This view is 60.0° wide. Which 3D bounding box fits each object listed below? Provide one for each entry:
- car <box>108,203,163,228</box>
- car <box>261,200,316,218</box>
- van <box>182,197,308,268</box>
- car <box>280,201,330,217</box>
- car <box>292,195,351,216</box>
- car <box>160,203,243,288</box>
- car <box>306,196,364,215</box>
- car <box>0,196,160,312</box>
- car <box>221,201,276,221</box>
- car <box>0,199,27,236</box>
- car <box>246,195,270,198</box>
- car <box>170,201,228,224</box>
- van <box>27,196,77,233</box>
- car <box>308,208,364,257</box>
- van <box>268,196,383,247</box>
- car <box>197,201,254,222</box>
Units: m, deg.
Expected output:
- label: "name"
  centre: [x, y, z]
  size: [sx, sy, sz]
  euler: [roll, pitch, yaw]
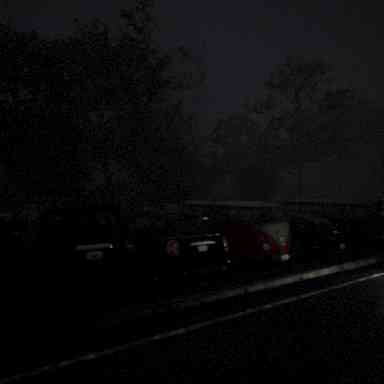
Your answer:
- label: "car"
  centre: [-4.085, 1.566, 23.572]
  size: [2.002, 1.452, 4.674]
  euler: [0, 0, -35]
- label: "car"
  centre: [9.522, 1.632, 33.274]
  size: [2.097, 1.535, 5.008]
  euler: [1, 0, -36]
- label: "van"
  centre: [1.360, 1.283, 11.252]
  size: [1.878, 1.987, 4.442]
  euler: [0, 0, -35]
- label: "car"
  centre: [11.686, 1.693, 34.821]
  size: [2.002, 1.452, 4.674]
  euler: [1, 0, -36]
- label: "car"
  centre: [14.070, 1.426, 36.489]
  size: [2.435, 2.045, 5.566]
  euler: [1, 0, -35]
- label: "car"
  centre: [-0.973, 1.367, 9.694]
  size: [2.185, 1.767, 4.553]
  euler: [0, 0, -35]
- label: "car"
  centre: [16.237, 1.451, 38.036]
  size: [2.435, 2.045, 5.566]
  euler: [1, 0, -36]
- label: "car"
  centre: [-3.289, 1.228, 8.119]
  size: [2.435, 2.045, 5.566]
  euler: [0, 0, -35]
- label: "car"
  centre: [4.968, 1.623, 30.067]
  size: [2.163, 1.488, 4.792]
  euler: [0, 0, -35]
- label: "car"
  centre: [-10.871, 1.354, 18.704]
  size: [2.185, 1.767, 4.553]
  euler: [0, 0, -35]
- label: "car"
  centre: [7.268, 1.360, 31.638]
  size: [2.435, 2.045, 5.566]
  euler: [0, 0, -36]
- label: "car"
  centre: [0.453, 1.560, 26.804]
  size: [2.097, 1.535, 5.008]
  euler: [0, 0, -35]
- label: "van"
  centre: [-8.691, 1.267, 20.437]
  size: [1.878, 1.987, 4.442]
  euler: [0, 0, -35]
- label: "car"
  centre: [3.579, 1.527, 12.968]
  size: [2.231, 1.521, 4.892]
  euler: [0, 0, -35]
- label: "van"
  centre: [5.791, 1.317, 14.695]
  size: [1.878, 1.987, 4.442]
  euler: [0, 0, -36]
- label: "car"
  centre: [2.734, 1.606, 28.402]
  size: [2.163, 1.488, 4.792]
  euler: [0, 0, -35]
